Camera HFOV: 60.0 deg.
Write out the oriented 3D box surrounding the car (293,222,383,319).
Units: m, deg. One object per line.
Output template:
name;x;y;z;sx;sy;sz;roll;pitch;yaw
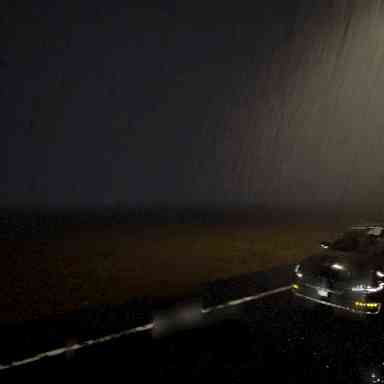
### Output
car;4.165;1.458;7.129;4.892;1.490;1.837;0;0;-37
